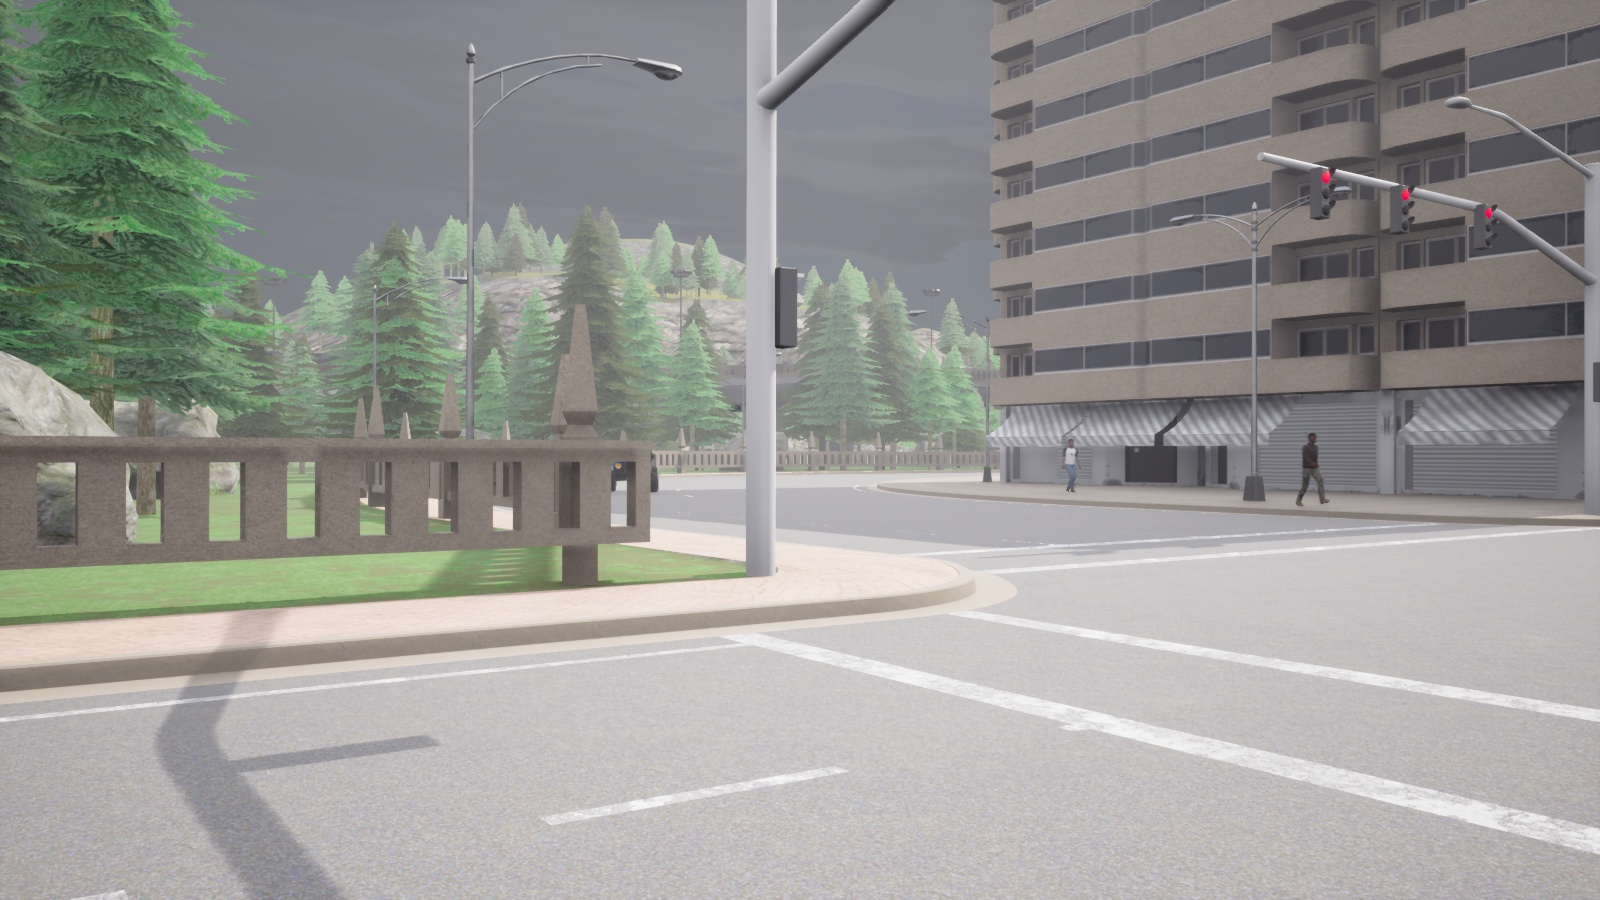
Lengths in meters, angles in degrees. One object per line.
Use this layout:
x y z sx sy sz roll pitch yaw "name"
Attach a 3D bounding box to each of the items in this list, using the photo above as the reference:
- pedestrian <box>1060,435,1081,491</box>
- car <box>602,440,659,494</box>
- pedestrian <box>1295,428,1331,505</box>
8.905 0.425 41.344 0.354 1.836 0.706 0 0 -18 "pedestrian"
-6.136 0.610 45.785 1.905 1.878 3.866 0 0 -6 "car"
12.401 0.391 30.366 0.431 1.840 0.703 0 0 -19 "pedestrian"
